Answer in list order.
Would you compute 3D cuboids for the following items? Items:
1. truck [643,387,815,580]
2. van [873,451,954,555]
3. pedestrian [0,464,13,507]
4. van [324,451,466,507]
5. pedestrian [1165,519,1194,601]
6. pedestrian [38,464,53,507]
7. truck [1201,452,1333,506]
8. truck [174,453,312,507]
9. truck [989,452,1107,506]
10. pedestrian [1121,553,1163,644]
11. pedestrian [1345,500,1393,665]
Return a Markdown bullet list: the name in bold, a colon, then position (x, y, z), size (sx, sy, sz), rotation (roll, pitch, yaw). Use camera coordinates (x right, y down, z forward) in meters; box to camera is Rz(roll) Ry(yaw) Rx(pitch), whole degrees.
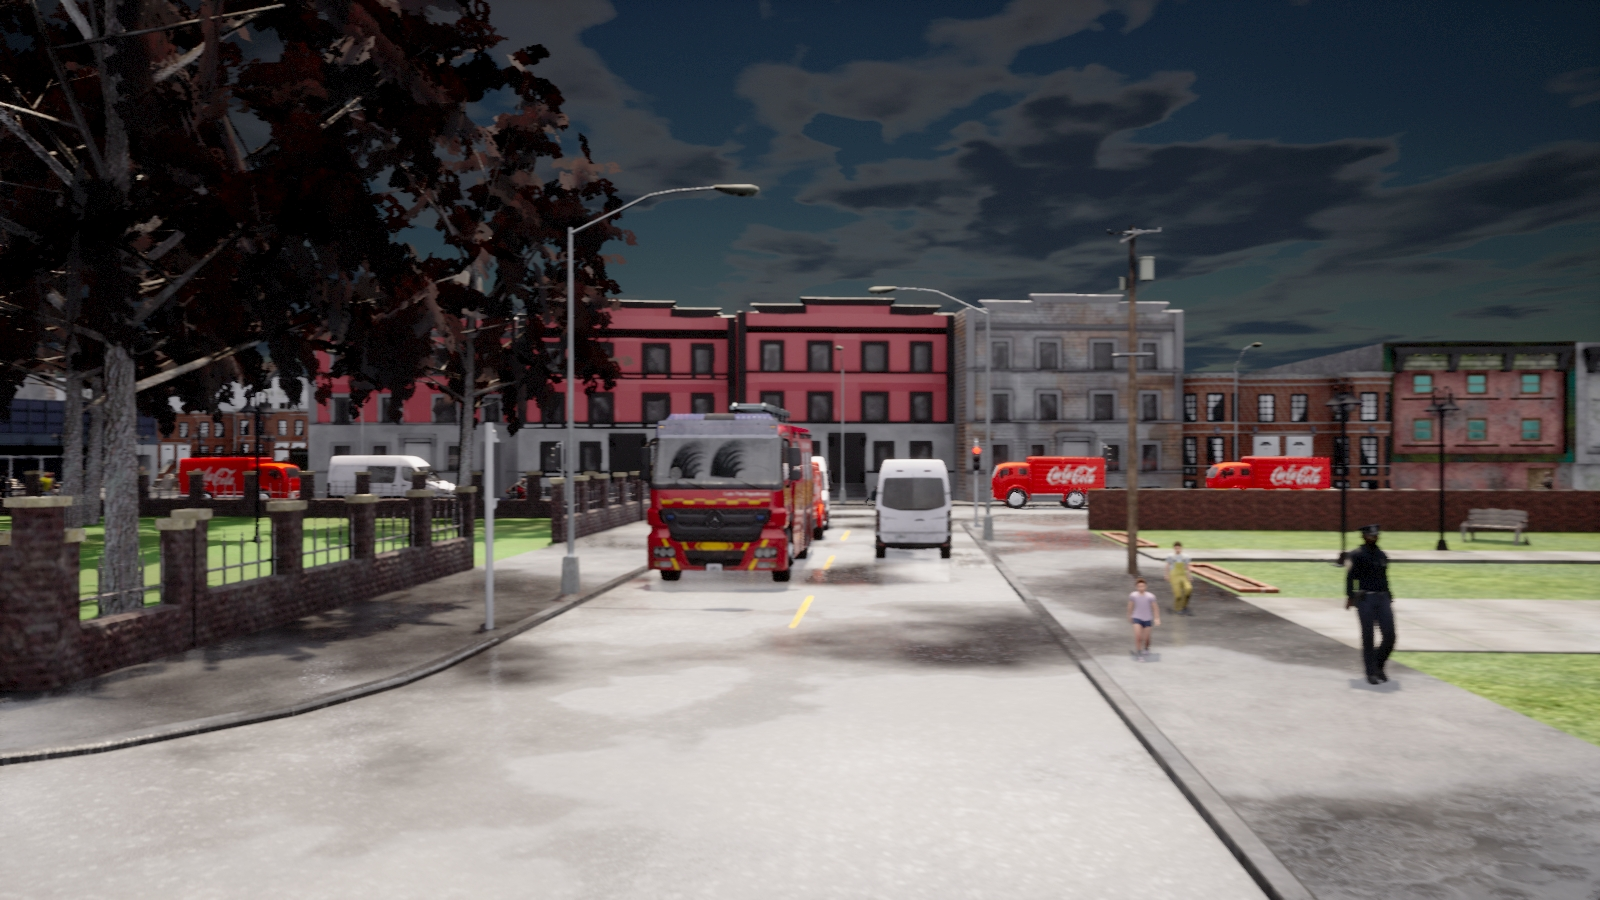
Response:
- **truck**: position (-1.365, 0.670, 27.025), size (2.891, 3.827, 8.468), rotation (0, 0, 5)
- **van**: position (3.067, 1.312, 31.335), size (1.988, 2.561, 5.915), rotation (0, 0, 5)
- **pedestrian**: position (-34.493, 1.541, 49.633), size (0.375, 1.860, 0.375), rotation (0, 0, 6)
- **van**: position (-18.745, 1.322, 53.059), size (5.915, 2.561, 1.988), rotation (0, 0, 5)
- **pedestrian**: position (6.240, 1.801, 18.796), size (0.375, 1.300, 0.375), rotation (0, 0, 6)
- **pedestrian**: position (-32.626, 1.539, 49.413), size (0.375, 1.860, 0.375), rotation (0, 0, 8)
- **truck**: position (21.826, 1.335, 53.591), size (5.204, 2.467, 2.627), rotation (0, 0, 5)
- **truck**: position (-26.091, 1.359, 53.670), size (5.204, 2.467, 2.627), rotation (0, 0, 5)
- **truck**: position (11.722, 1.340, 54.455), size (5.204, 2.467, 2.627), rotation (0, 0, 5)
- **pedestrian**: position (4.413, 1.902, 14.755), size (0.500, 1.100, 0.500), rotation (0, 0, 15)
- **pedestrian**: position (6.569, 1.521, 13.203), size (0.375, 1.860, 0.375), rotation (0, 0, 4)
